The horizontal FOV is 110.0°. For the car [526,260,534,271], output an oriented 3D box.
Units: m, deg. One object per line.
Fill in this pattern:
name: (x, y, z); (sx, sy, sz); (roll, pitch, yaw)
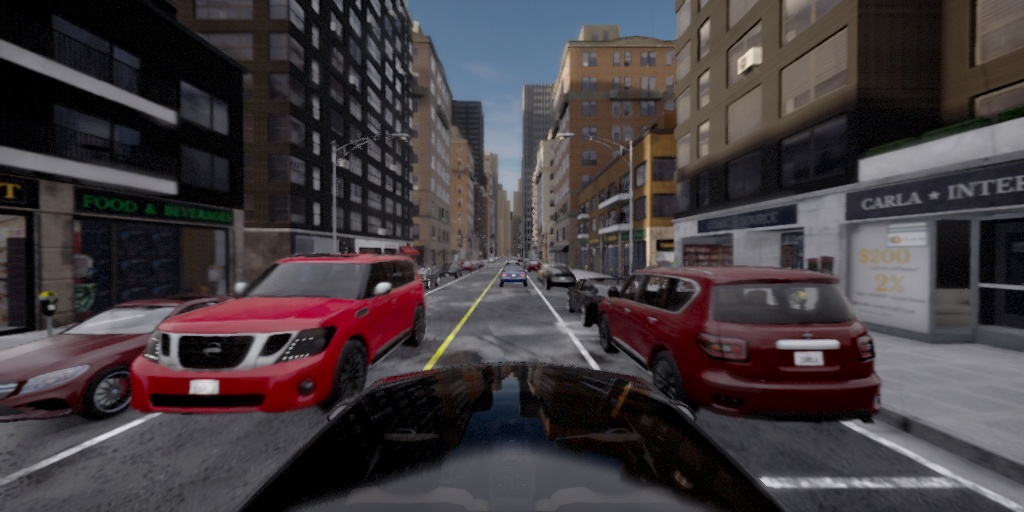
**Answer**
car: (2.863, 1.282, 44.532); (1.888, 1.381, 4.507); (0, 0, 0)

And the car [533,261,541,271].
car: (2.860, 1.269, 28.114); (1.751, 1.417, 4.829); (0, 0, 0)

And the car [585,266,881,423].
car: (2.858, 1.064, 5.827); (2.192, 1.841, 5.009); (0, 0, 0)

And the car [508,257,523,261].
car: (0.107, 1.214, 46.747); (1.882, 1.535, 5.008); (0, 0, 0)

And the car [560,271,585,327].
car: (2.858, 1.314, 11.356); (1.948, 1.339, 4.313); (0, 0, 0)

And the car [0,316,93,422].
car: (-5.668, 1.330, 5.810); (1.802, 1.307, 4.207); (0, 0, 0)

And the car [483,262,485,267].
car: (-5.661, 1.276, 55.587); (1.888, 1.381, 4.507); (0, 0, 0)

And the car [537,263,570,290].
car: (2.860, 1.311, 22.415); (1.948, 1.339, 4.313); (0, 0, 0)

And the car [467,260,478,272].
car: (-5.663, 1.282, 44.525); (1.888, 1.381, 4.507); (0, 0, 0)

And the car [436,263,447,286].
car: (-5.666, 1.295, 22.402); (2.007, 1.370, 4.403); (0, 0, 0)

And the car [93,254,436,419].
car: (-3.092, 0.970, 6.372); (2.150, 2.045, 5.566); (0, 0, 0)

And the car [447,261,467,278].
car: (-5.664, 1.307, 33.464); (1.948, 1.339, 4.313); (0, 0, 0)

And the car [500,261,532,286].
car: (0.104, 1.292, 25.368); (2.033, 1.411, 5.357); (0, 0, 0)

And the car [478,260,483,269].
car: (-5.662, 1.284, 50.056); (2.007, 1.370, 4.403); (0, 0, 0)
